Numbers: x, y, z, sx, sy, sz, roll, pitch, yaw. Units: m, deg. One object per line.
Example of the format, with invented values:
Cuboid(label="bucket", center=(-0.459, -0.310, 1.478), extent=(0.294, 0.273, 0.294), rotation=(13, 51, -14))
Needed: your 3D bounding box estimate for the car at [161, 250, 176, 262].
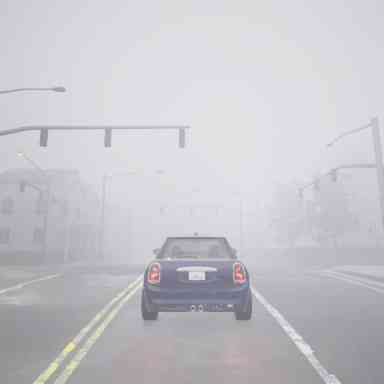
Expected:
Cuboid(label="car", center=(-3.697, 10.129, 52.695), extent=(2.097, 1.767, 4.553), rotation=(0, -11, 0))

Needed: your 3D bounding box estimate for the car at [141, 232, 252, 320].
Cuboid(label="car", center=(0.084, 1.805, 8.208), extent=(2.097, 1.767, 4.553), rotation=(0, -7, 0))

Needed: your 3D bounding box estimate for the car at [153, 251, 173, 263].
Cuboid(label="car", center=(-3.687, 8.415, 43.076), extent=(2.033, 1.411, 5.357), rotation=(0, -11, 0))
